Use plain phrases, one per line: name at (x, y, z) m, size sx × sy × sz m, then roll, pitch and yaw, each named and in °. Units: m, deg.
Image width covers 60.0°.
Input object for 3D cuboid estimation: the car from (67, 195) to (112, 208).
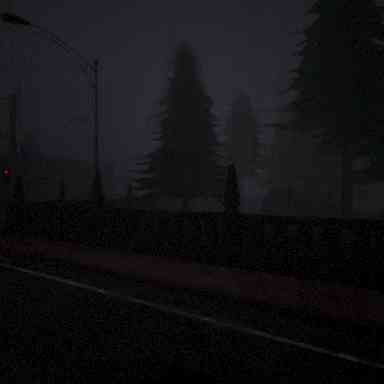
car at (-11.737, 1.222, 39.172) m, size 2.097 × 1.767 × 4.553 m, roll 0°, pitch 0°, yaw 36°
